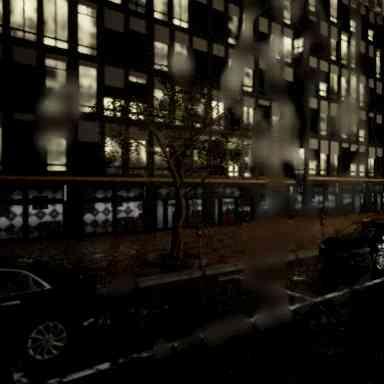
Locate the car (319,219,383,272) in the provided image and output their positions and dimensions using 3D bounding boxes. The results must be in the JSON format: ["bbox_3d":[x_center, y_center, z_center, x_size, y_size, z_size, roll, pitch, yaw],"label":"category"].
[{"bbox_3d":[5.916,1.576,10.795,4.403,1.369,2.008,0,-1,-36],"label":"car"}]

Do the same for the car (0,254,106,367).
[{"bbox_3d":[-3.336,1.551,4.191,4.403,1.369,2.008,0,-1,-36],"label":"car"}]
